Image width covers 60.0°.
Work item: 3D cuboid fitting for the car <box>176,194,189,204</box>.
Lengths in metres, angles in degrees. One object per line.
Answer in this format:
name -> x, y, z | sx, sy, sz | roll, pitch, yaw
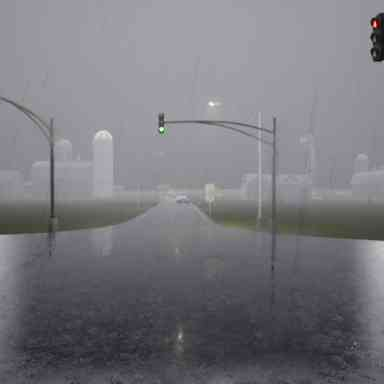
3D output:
car -> -1.589, 1.529, 61.257 | 1.812, 1.442, 4.674 | 0, 0, -3
